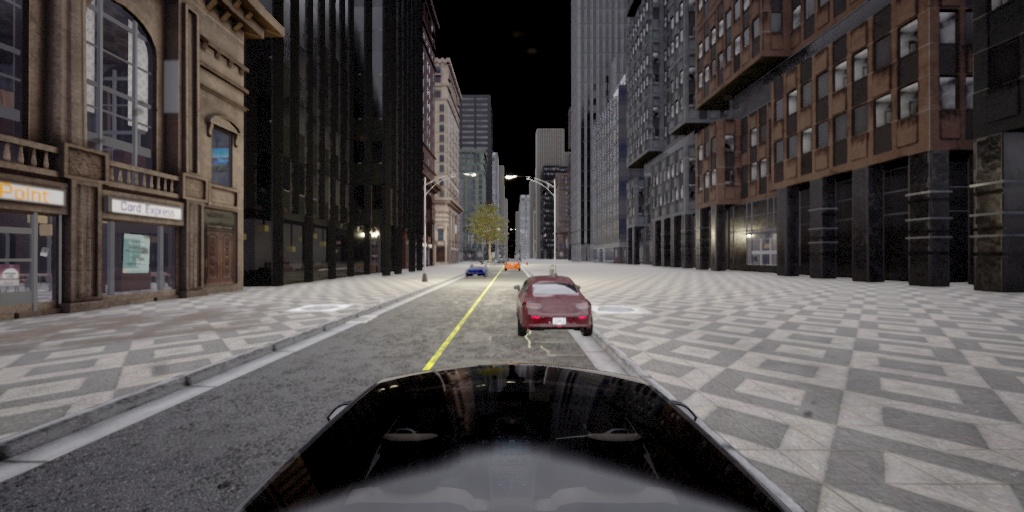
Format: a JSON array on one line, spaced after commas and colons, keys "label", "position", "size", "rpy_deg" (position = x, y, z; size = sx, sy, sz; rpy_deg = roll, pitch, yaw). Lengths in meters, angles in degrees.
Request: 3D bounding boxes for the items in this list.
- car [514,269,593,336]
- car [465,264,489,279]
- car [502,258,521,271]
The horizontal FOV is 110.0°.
[{"label": "car", "position": [1.047, 1.272, 10.219], "size": [1.812, 1.442, 4.674], "rpy_deg": [0, 0, 0]}, {"label": "car", "position": [-3.110, 1.341, 32.590], "size": [1.895, 1.301, 4.718], "rpy_deg": [0, 0, 0]}, {"label": "car", "position": [0.084, 1.098, 48.405], "size": [2.097, 1.767, 4.553], "rpy_deg": [0, 0, 1]}]
